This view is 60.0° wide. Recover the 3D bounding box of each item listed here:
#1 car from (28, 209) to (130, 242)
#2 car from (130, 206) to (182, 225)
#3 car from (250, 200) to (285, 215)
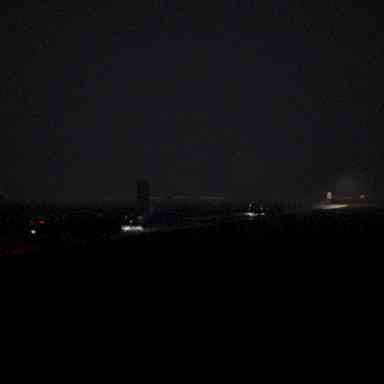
[{"bbox_3d":[-5.857,1.624,17.200,2.128,1.511,4.902,-1,-1,35],"label":"car"},{"bbox_3d":[-2.923,1.799,26.474,2.033,1.411,5.357,-1,-1,35],"label":"car"},{"bbox_3d":[9.180,1.924,38.995,2.033,1.411,5.357,-1,-1,35],"label":"car"}]
